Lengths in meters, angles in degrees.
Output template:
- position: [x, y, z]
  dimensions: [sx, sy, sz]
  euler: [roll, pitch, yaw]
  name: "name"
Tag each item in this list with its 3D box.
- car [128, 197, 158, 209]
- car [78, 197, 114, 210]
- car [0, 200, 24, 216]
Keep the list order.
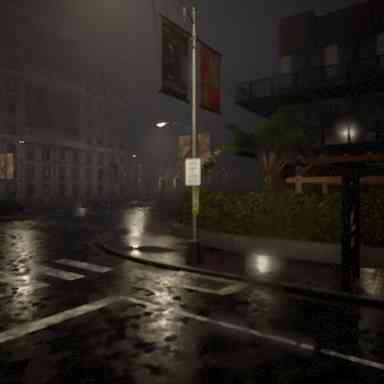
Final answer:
- position: [-6.604, 1.474, 45.082]
  dimensions: [1.812, 1.442, 4.674]
  euler: [0, 0, 36]
  name: "car"
- position: [-12.380, 1.434, 42.990]
  dimensions: [2.128, 1.511, 4.902]
  euler: [0, 0, 35]
  name: "car"
- position: [-17.485, 1.455, 29.431]
  dimensions: [1.837, 1.490, 4.892]
  euler: [0, 0, 33]
  name: "car"
